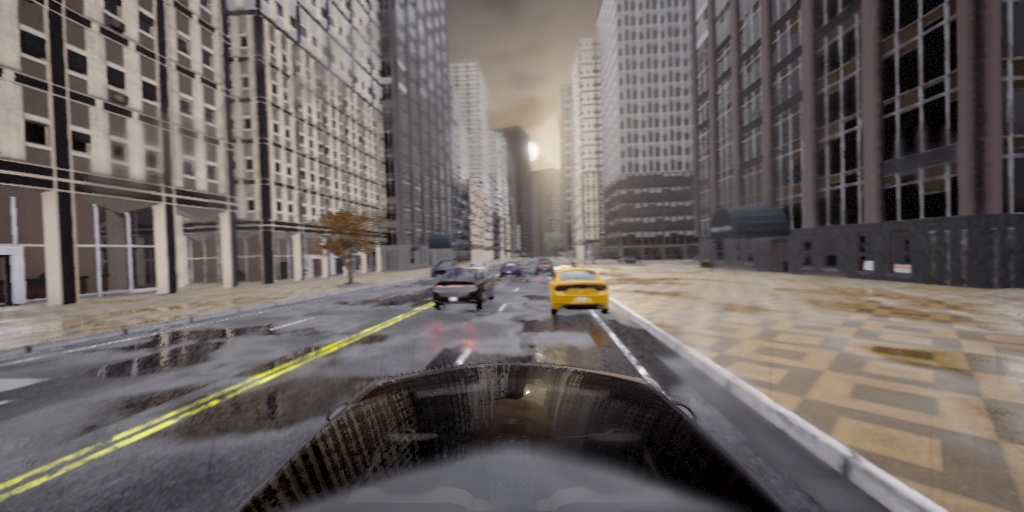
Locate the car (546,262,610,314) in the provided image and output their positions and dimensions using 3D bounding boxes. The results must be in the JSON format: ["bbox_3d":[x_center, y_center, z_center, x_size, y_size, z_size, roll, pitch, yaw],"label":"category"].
[{"bbox_3d":[2.338,1.151,13.364,1.882,1.535,5.008,-2,0,5],"label":"car"}]

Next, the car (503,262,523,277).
[{"bbox_3d":[-0.076,1.247,34.319,1.812,1.442,4.674,-2,0,5],"label":"car"}]

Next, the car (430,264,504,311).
[{"bbox_3d":[-1.827,1.280,14.901,2.128,1.511,4.902,-2,0,5],"label":"car"}]

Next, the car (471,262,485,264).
[{"bbox_3d":[-3.411,1.340,35.558,1.812,1.442,4.674,-2,0,5],"label":"car"}]

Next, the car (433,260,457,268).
[{"bbox_3d":[-6.630,1.256,36.059,2.097,1.767,4.553,-2,0,5],"label":"car"}]

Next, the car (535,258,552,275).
[{"bbox_3d":[3.396,1.114,37.304,2.128,1.511,4.902,-2,0,6],"label":"car"}]
